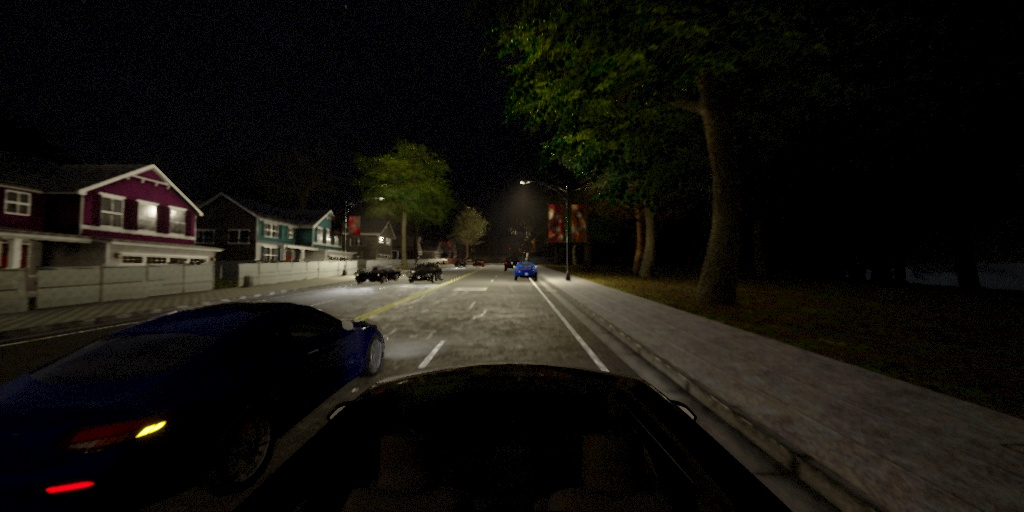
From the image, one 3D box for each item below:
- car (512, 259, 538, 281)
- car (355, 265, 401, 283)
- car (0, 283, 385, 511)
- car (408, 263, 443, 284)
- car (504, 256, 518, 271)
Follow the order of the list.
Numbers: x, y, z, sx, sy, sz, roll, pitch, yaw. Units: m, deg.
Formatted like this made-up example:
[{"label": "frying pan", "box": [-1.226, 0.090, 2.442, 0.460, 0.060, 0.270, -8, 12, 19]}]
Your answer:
[{"label": "car", "box": [1.142, 1.270, 30.748, 1.882, 1.535, 5.008, 0, 0, 0]}, {"label": "car", "box": [-9.843, 1.383, 26.636, 1.895, 1.301, 4.718, 0, 0, 0]}, {"label": "car", "box": [-3.148, 1.277, 4.383, 1.812, 1.442, 4.674, 0, 0, 0]}, {"label": "car", "box": [-6.591, 1.289, 27.777, 1.837, 1.490, 4.892, 0, 0, 0]}, {"label": "car", "box": [0.012, 1.077, 50.419, 2.150, 2.045, 5.566, 0, 0, 0]}]
